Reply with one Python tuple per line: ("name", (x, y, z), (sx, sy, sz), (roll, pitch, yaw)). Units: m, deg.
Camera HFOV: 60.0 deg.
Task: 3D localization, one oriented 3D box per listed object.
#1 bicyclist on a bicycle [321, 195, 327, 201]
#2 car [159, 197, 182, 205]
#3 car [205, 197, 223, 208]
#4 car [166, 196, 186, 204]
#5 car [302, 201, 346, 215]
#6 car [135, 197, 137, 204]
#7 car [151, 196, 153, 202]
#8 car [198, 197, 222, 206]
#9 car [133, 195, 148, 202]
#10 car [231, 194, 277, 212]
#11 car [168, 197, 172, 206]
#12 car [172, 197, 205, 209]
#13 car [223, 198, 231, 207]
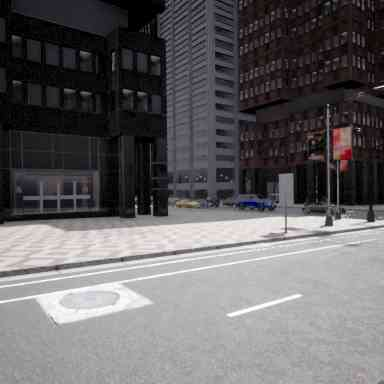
("bicyclist on a bicycle", (17.393, 1.255, 43.789), (1.656, 1.620, 0.582), (-1, 1, -36))
("car", (-4.250, 1.693, 64.512), (2.033, 1.411, 5.357), (-1, 0, -35))
("car", (2.178, 1.697, 50.092), (1.994, 1.385, 4.181), (-1, 0, -35))
("car", (-3.290, 1.639, 67.803), (1.752, 1.417, 4.829), (-1, 1, -36))
("car", (13.510, 1.628, 34.221), (1.994, 1.385, 4.181), (-1, 0, -36))
("car", (-10.131, 1.822, 62.717), (1.802, 1.307, 4.206), (-1, 1, -36))
("car", (-9.501, 1.598, 76.492), (1.967, 1.590, 4.097), (-1, 1, -36))
("car", (3.117, 1.615, 58.837), (1.887, 1.381, 4.507), (-1, 1, -36))
("car", (-12.655, 1.622, 80.906), (1.967, 1.590, 4.097), (-1, 1, -36))
("car", (8.006, 1.319, 41.909), (2.150, 2.045, 5.566), (-1, 0, -36))
("car", (-3.298, 1.730, 57.814), (1.994, 1.385, 4.181), (-1, 1, -35))
("car", (-0.570, 1.702, 49.333), (1.752, 1.417, 4.829), (-1, 1, -36))
("car", (6.114, 1.582, 50.061), (1.837, 1.490, 4.892), (-1, 0, -35))
